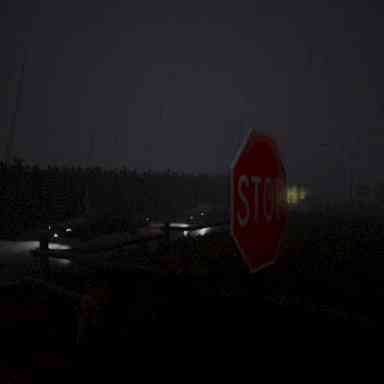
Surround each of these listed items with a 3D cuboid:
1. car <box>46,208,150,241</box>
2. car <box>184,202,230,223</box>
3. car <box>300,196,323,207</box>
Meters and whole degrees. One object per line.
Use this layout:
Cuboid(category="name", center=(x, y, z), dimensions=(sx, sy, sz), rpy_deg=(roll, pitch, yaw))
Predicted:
Cuboid(category="car", center=(-4.491, 1.536, 16.898), dimensions=(2.033, 1.411, 5.357), rpy_deg=(0, 0, 35))
Cuboid(category="car", center=(1.328, 1.507, 25.052), dimensions=(1.812, 1.442, 4.674), rpy_deg=(0, 0, 35))
Cuboid(category="car", center=(16.326, 1.271, 45.433), dimensions=(2.128, 1.511, 4.902), rpy_deg=(0, 1, 2))
